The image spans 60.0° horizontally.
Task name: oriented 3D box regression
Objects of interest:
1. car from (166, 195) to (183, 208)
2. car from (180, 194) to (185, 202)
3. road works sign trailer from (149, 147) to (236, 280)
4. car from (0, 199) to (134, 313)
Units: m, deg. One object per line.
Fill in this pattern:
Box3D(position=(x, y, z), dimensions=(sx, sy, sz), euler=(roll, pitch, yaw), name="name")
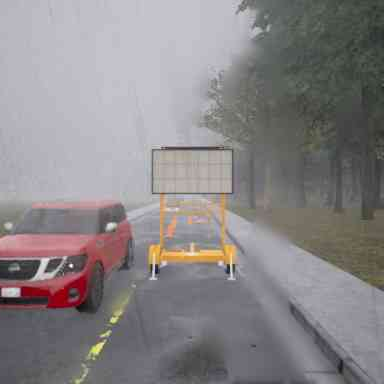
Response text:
Box3D(position=(-2.778, 1.547, 48.734), dimensions=(2.033, 1.411, 5.357), euler=(0, 0, 0), name="car")
Box3D(position=(-2.642, 1.353, 74.096), dimensions=(2.097, 1.767, 4.553), euler=(0, 0, 0), name="car")
Box3D(position=(0.016, 0.464, 9.895), dimensions=(2.380, 3.560, 2.880), euler=(0, 0, 0), name="road works sign trailer")
Box3D(position=(-2.836, 1.221, 7.984), dimensions=(2.150, 2.045, 5.566), euler=(0, 0, 0), name="car")
